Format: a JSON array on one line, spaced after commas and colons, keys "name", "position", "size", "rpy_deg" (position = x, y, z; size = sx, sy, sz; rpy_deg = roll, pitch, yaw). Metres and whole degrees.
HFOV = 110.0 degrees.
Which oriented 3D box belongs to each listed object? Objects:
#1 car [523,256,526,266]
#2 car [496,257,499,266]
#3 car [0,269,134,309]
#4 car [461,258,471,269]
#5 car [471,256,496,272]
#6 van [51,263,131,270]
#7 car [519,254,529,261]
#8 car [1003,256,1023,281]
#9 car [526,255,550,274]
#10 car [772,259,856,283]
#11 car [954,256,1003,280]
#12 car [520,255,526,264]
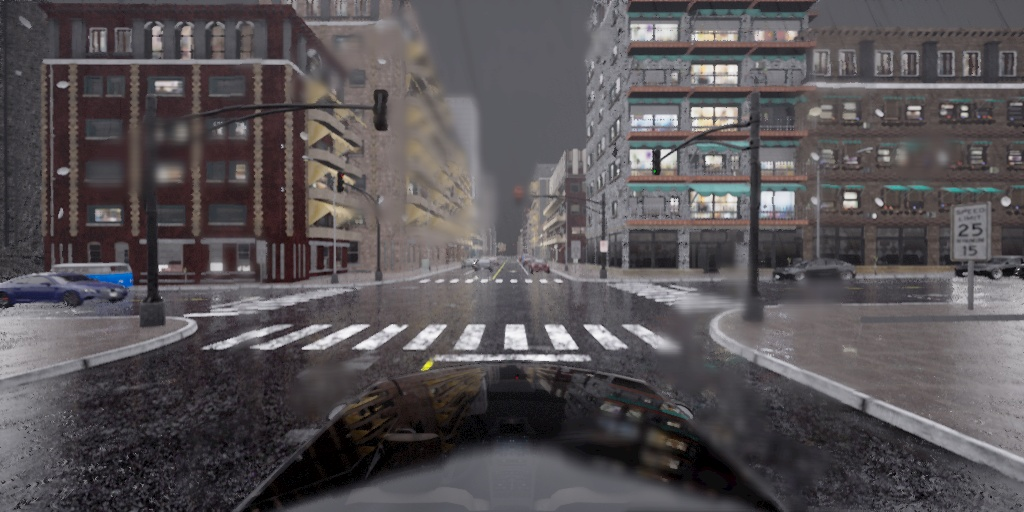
[{"name": "car", "position": [2.712, 0.979, 41.731], "size": [2.007, 1.370, 4.403], "rpy_deg": [0, 0, 0]}, {"name": "car", "position": [-3.040, 0.838, 56.453], "size": [1.812, 1.442, 4.674], "rpy_deg": [0, 0, 0]}, {"name": "car", "position": [-19.881, 1.463, 15.768], "size": [4.674, 1.442, 1.812], "rpy_deg": [-1, 0, 0]}, {"name": "car", "position": [-5.665, 0.935, 47.271], "size": [2.007, 1.370, 4.403], "rpy_deg": [0, 0, 0]}, {"name": "car", "position": [-3.072, 0.973, 39.305], "size": [1.812, 1.442, 4.674], "rpy_deg": [0, 0, 0]}, {"name": "van", "position": [-25.358, 1.336, 21.573], "size": [3.998, 1.789, 1.690], "rpy_deg": [0, 0, 0]}, {"name": "car", "position": [2.726, 0.837, 63.867], "size": [1.802, 1.307, 4.207], "rpy_deg": [0, 0, 0]}, {"name": "car", "position": [29.982, 0.610, 19.068], "size": [4.892, 1.490, 1.837], "rpy_deg": [-1, 0, 0]}, {"name": "car", "position": [2.709, 0.912, 36.197], "size": [1.967, 1.591, 4.097], "rpy_deg": [0, 0, 0]}, {"name": "car", "position": [18.280, 0.848, 21.746], "size": [4.313, 1.339, 1.948], "rpy_deg": [0, 0, 0]}, {"name": "car", "position": [29.605, 0.667, 21.666], "size": [4.313, 1.339, 1.948], "rpy_deg": [0, 0, 0]}, {"name": "car", "position": [2.723, 0.880, 58.333], "size": [1.802, 1.307, 4.207], "rpy_deg": [0, 0, 0]}]
